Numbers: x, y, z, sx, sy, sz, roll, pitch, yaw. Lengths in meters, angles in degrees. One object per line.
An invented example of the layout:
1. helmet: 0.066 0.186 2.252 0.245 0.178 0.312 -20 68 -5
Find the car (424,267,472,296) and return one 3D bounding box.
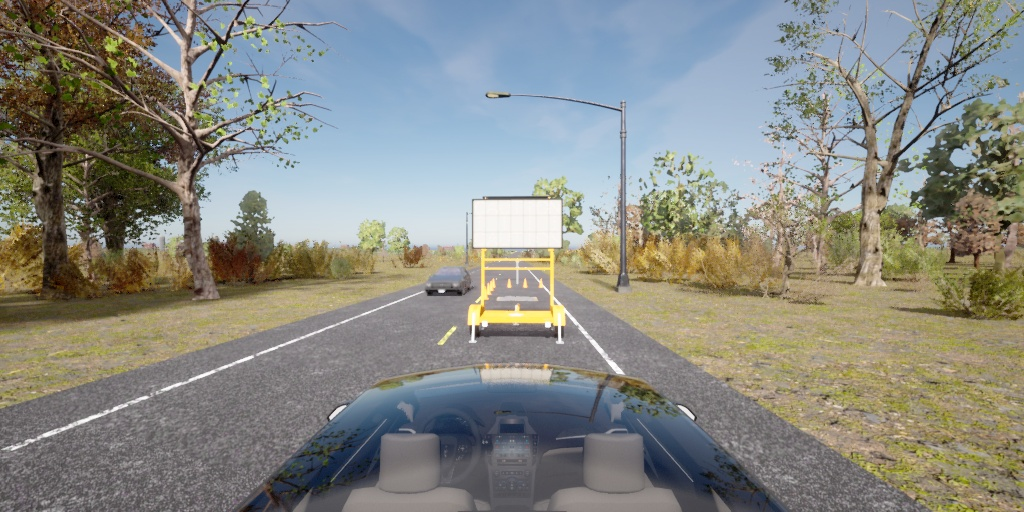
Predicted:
1. car: -3.323 1.290 19.727 2.033 1.411 5.357 0 0 1

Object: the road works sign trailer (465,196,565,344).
1. road works sign trailer: 0.148 0.211 9.626 2.380 3.560 2.880 0 0 2
